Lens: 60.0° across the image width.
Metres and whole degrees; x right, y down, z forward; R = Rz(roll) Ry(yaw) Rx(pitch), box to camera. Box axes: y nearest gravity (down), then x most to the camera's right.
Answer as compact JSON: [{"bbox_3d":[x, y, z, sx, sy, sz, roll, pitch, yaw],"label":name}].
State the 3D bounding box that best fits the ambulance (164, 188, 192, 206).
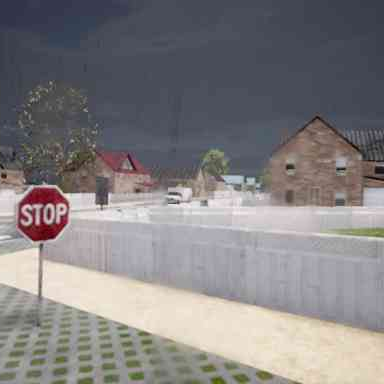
[{"bbox_3d":[-1.978,0.654,47.208,2.351,2.431,6.366,2,1,18],"label":"ambulance"}]
